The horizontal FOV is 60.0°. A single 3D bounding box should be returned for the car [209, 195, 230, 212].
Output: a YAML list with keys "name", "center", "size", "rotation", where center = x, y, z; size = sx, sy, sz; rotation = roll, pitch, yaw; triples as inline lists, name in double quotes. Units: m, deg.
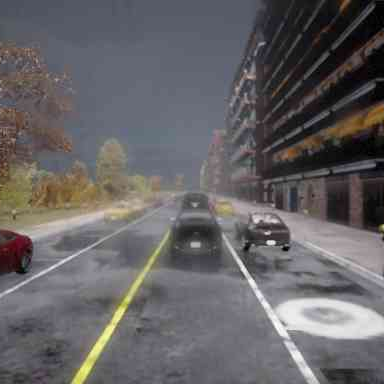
- name: "car"
  center: [2.905, 1.210, 35.585]
  size: [1.967, 1.590, 4.097]
  rotation: [1, 0, 1]

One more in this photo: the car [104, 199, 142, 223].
- name: "car"
  center: [-5.082, 1.369, 24.188]
  size: [1.752, 1.417, 4.829]
  rotation: [1, 0, 1]

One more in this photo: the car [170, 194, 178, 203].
- name: "car"
  center: [-2.249, 1.170, 58.561]
  size: [2.033, 1.411, 5.357]
  rotation: [0, 0, 1]

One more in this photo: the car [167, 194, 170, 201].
- name: "car"
  center: [-4.722, 1.034, 63.109]
  size: [1.967, 1.590, 4.097]
  rotation: [1, 0, 1]

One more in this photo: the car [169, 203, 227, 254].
- name: "car"
  center: [0.164, 1.420, 13.088]
  size: [1.837, 1.490, 4.892]
  rotation: [0, 1, 1]

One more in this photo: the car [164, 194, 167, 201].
- name: "car"
  center: [-4.876, 1.282, 46.502]
  size: [1.802, 1.307, 4.206]
  rotation: [1, 0, 1]

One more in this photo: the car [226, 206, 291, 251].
- name: "car"
  center: [2.699, 1.463, 13.408]
  size: [2.008, 1.369, 4.403]
  rotation: [1, 0, 1]

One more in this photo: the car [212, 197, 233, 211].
- name: "car"
  center: [2.855, 1.330, 30.211]
  size: [1.752, 1.417, 4.829]
  rotation: [1, 0, 1]

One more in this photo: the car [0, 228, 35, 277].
- name: "car"
  center: [-5.234, 1.531, 7.750]
  size: [1.802, 1.307, 4.206]
  rotation: [1, 0, 1]

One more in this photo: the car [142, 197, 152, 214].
- name: "car"
  center: [-5.031, 1.333, 29.723]
  size: [1.752, 1.417, 4.829]
  rotation: [1, 0, 1]

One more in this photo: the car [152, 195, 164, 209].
- name: "car"
  center: [-4.928, 1.318, 40.966]
  size: [1.802, 1.307, 4.206]
  rotation: [1, 0, 1]

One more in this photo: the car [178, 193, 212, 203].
- name: "car"
  center: [0.280, 1.048, 26.980]
  size: [2.150, 2.045, 5.566]
  rotation: [0, 1, 1]

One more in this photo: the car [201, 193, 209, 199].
- name: "car"
  center: [3.364, 1.033, 85.487]
  size: [1.802, 1.307, 4.206]
  rotation: [1, 0, 1]
